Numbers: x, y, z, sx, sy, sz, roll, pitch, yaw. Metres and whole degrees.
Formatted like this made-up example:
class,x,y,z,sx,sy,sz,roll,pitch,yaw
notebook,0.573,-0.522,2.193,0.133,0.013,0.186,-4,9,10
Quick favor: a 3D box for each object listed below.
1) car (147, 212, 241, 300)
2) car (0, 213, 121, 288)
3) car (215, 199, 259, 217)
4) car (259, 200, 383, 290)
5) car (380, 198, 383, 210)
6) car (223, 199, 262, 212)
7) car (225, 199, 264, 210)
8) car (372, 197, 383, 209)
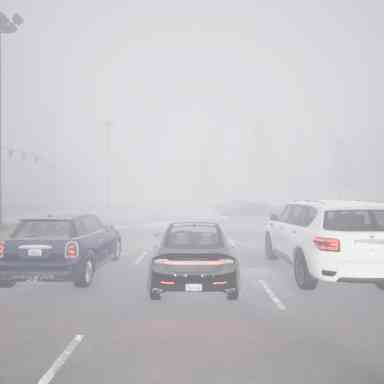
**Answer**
class,x,y,z,sx,sy,sz,roll,pitch,yaw
car,0.054,1.492,8.362,2.128,1.511,4.902,0,0,1
car,-3.439,1.352,9.443,2.097,1.767,4.553,0,0,0
car,5.095,1.547,29.024,5.357,1.411,2.033,0,0,-8
car,3.557,1.221,9.218,2.150,2.045,5.566,0,0,0
car,26.119,1.505,40.900,4.892,1.490,1.837,0,0,0
car,5.959,1.564,39.667,4.181,1.385,1.994,0,0,-7
car,6.847,1.601,43.328,4.718,1.301,1.895,0,0,-6
car,27.099,1.491,44.403,4.902,1.511,2.128,0,0,0
